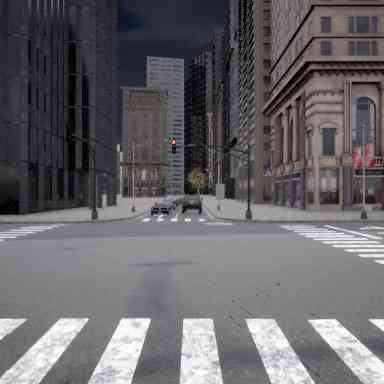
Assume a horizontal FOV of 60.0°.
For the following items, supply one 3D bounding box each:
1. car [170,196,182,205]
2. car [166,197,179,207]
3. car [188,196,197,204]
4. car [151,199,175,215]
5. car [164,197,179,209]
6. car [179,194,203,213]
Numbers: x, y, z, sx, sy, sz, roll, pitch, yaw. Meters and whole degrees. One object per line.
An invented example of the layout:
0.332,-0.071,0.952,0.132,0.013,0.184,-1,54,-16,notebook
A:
-2.995,1.598,62.738,1.882,1.535,5.008,0,0,0,car
-3.045,1.594,52.589,1.837,1.490,4.892,0,0,0,car
0.100,1.643,67.648,1.837,1.490,4.892,0,0,0,car
-3.052,1.644,33.782,1.895,1.301,4.718,0,0,0,car
-3.058,1.556,43.179,2.128,1.511,4.902,0,0,0,car
0.047,1.276,38.269,2.150,2.045,5.566,0,0,1,car
